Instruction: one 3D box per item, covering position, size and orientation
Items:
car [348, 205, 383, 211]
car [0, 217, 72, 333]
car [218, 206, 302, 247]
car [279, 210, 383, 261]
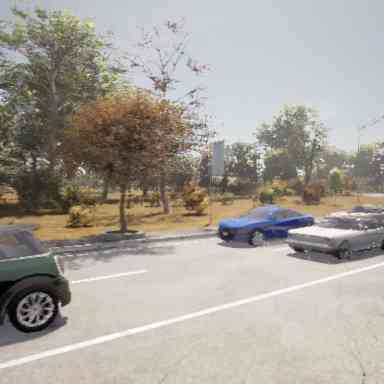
[{"bbox_3d":[10.319,1.440,19.889,4.718,1.301,1.895,-1,1,-36],"label":"car"},{"bbox_3d":[-4.381,1.339,5.170,4.553,1.767,2.097,0,0,-35],"label":"car"},{"bbox_3d":[3.403,1.411,14.908,5.008,1.535,1.882,0,0,-35],"label":"car"},{"bbox_3d":[5.606,1.538,12.193,4.718,1.301,1.895,-1,0,-35],"label":"car"}]
